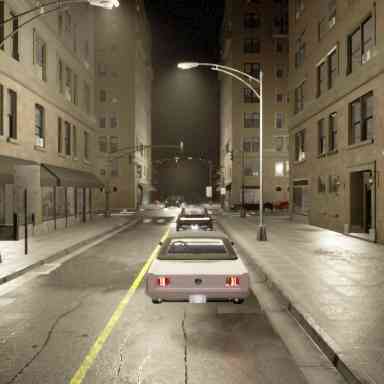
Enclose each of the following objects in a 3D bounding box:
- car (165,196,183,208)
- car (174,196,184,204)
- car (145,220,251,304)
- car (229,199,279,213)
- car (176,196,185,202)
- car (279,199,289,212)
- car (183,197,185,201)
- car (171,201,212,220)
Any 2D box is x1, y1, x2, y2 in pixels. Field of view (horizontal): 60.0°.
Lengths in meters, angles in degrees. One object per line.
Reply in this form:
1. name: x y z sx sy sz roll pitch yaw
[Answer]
1. car: -2.831 1.398 48.992 2.097 1.767 4.553 0 0 0
2. car: -2.739 1.585 68.772 1.837 1.490 4.892 0 0 0
3. car: 0.106 1.602 8.087 1.895 1.301 4.718 0 0 0
4. car: 6.450 1.520 35.997 4.902 1.511 2.128 0 0 0
5. car: -2.729 1.617 78.793 1.812 1.442 4.674 0 0 0
6. car: 12.277 1.353 38.548 5.009 1.841 2.192 0 0 0
7. car: -2.812 1.553 58.883 2.128 1.511 4.902 0 0 0
8. car: 0.111 1.499 18.308 2.128 1.511 4.902 0 0 -1
